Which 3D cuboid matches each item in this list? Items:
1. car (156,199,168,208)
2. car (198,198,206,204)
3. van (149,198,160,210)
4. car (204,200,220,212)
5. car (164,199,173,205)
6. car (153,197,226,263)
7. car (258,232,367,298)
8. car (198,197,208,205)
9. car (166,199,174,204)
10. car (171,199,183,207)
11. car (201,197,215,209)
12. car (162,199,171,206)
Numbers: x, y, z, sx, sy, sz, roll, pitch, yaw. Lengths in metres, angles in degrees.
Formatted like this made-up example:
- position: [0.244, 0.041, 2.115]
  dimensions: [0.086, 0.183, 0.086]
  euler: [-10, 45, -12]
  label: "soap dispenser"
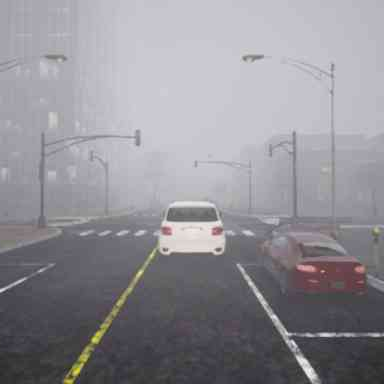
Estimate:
- position: [-5.670, 2.136, 63.269]
  dimensions: [1.752, 1.417, 4.829]
  euler: [1, -1, 0]
  label: "car"
- position: [2.712, 2.448, 91.846]
  dimensions: [1.947, 1.339, 4.313]
  euler: [1, -1, 0]
  label: "car"
- position: [-5.668, 1.845, 52.094]
  dimensions: [1.690, 1.788, 3.998]
  euler: [1, -1, 0]
  label: "van"
- position: [2.710, 1.891, 46.457]
  dimensions: [1.967, 1.590, 4.097]
  euler: [1, -1, 0]
  label: "car"
- position: [-5.669, 2.340, 80.460]
  dimensions: [1.947, 1.339, 4.313]
  euler: [1, -1, 0]
  label: "car"
- position: [0.014, 1.351, 12.625]
  dimensions: [2.150, 2.045, 5.566]
  euler: [0, 0, 0]
  label: "car"
- position: [2.828, 1.667, 8.495]
  dimensions: [1.802, 1.307, 4.206]
  euler: [1, -1, 0]
  label: "car"
- position: [2.715, 2.089, 80.501]
  dimensions: [2.192, 1.841, 5.009]
  euler: [1, -1, 0]
  label: "car"
- position: [-5.669, 2.393, 86.134]
  dimensions: [1.947, 1.339, 4.313]
  euler: [1, -1, 0]
  label: "car"
- position: [-2.998, 2.168, 67.628]
  dimensions: [2.128, 1.511, 4.902]
  euler: [0, -1, 0]
  label: "car"
- position: [2.713, 1.874, 57.806]
  dimensions: [2.192, 1.841, 5.009]
  euler: [1, -1, 0]
  label: "car"
- position: [-5.670, 2.302, 74.786]
  dimensions: [1.802, 1.307, 4.206]
  euler: [1, -1, 0]
  label: "car"
